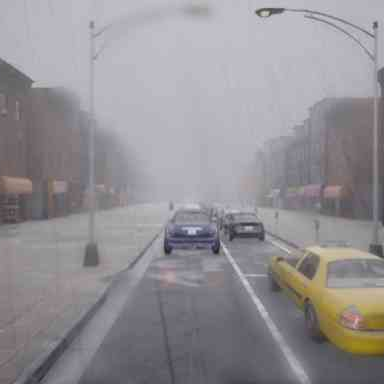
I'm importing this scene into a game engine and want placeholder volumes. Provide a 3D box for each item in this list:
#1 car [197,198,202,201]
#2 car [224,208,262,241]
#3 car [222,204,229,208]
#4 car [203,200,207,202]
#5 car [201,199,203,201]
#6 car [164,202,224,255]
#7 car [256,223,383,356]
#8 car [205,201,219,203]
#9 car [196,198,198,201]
[{"bbox_3d":[2.623,2.364,68.076,1.887,1.381,4.507,-1,-1,0],"label":"car"},{"bbox_3d":[2.630,1.733,17.448,1.947,1.339,4.313,0,-1,0],"label":"car"},{"bbox_3d":[2.629,1.776,23.074,2.008,1.369,4.403,0,-1,0],"label":"car"},{"bbox_3d":[2.626,1.861,39.951,1.967,1.590,4.097,-1,-1,0],"label":"car"},{"bbox_3d":[2.746,2.130,53.606,1.812,1.442,4.674,0,-1,0],"label":"car"},{"bbox_3d":[0.001,1.483,14.033,2.097,1.767,4.553,0,-1,0],"label":"car"},{"bbox_3d":[2.632,1.587,6.367,1.752,1.417,4.829,0,-1,0],"label":"car"},{"bbox_3d":[2.628,1.897,34.325,1.887,1.381,4.507,-1,-1,0],"label":"car"},{"bbox_3d":[2.620,2.657,84.951,2.008,1.369,4.403,-1,-1,0],"label":"car"}]
